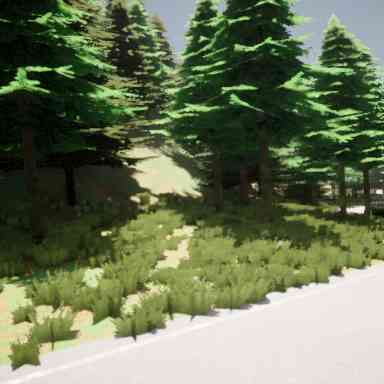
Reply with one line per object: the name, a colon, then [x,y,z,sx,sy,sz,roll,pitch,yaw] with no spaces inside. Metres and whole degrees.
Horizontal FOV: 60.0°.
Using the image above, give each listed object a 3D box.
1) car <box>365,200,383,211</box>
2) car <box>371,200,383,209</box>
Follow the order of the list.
car: [29.029,2.034,51.334,5.357,1.411,2.033,-2,1,-39]
car: [18.754,1.689,31.059,2.097,1.767,4.553,-4,-2,4]
